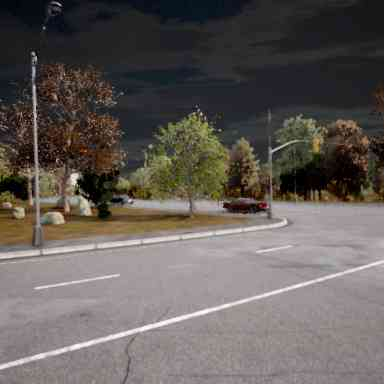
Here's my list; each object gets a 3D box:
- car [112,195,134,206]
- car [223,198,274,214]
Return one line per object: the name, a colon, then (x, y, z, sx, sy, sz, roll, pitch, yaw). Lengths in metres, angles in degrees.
car: (-10.425, 1.154, 49.699, 2.128, 1.511, 4.902, -2, 1, -39)
car: (5.062, 1.224, 30.251, 1.895, 1.301, 4.718, -2, 1, -37)
